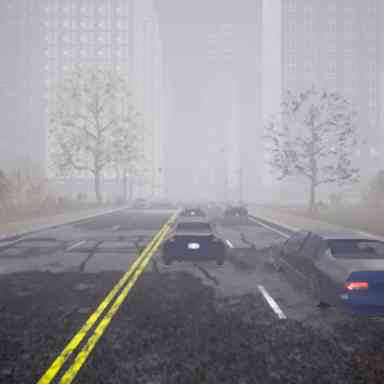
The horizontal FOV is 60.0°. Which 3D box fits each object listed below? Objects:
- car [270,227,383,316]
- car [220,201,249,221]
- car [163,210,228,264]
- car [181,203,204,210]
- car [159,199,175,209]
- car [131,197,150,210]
[{"bbox_3d":[3.288,1.548,7.799,2.033,1.411,5.357,0,0,0],"label":"car"},{"bbox_3d":[3.314,1.484,26.524,2.128,1.511,4.902,0,0,0],"label":"car"},{"bbox_3d":[0.070,1.563,11.845,1.994,1.385,4.181,0,0,0],"label":"car"},{"bbox_3d":[0.067,1.555,27.011,1.994,1.385,4.181,0,0,0],"label":"car"},{"bbox_3d":[-3.317,1.575,44.345,1.895,1.301,4.718,0,0,0],"label":"car"},{"bbox_3d":[-6.577,1.482,42.812,1.837,1.490,4.892,0,0,0],"label":"car"}]
